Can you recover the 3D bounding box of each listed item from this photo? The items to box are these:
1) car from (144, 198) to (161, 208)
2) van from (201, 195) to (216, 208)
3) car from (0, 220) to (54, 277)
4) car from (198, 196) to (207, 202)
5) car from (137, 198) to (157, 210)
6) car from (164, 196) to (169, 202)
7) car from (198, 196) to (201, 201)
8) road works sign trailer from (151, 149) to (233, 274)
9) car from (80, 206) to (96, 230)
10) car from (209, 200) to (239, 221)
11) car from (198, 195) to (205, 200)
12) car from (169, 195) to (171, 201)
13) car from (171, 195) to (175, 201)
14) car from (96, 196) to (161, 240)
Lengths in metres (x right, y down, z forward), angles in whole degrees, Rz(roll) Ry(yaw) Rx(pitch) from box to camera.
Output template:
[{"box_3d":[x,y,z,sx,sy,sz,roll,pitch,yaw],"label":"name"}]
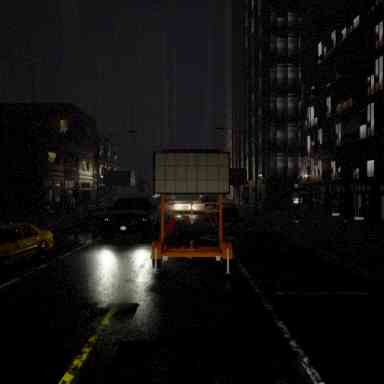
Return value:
[{"box_3d":[-5.722,1.560,48.605,1.887,1.381,4.507,0,0,0],"label":"car"},{"box_3d":[2.657,1.356,48.613,1.690,1.788,3.998,0,0,0],"label":"van"},{"box_3d":[-5.698,1.526,9.765,1.752,1.417,4.829,0,0,0],"label":"car"},{"box_3d":[2.639,1.595,81.759,2.008,1.369,4.403,0,0,0],"label":"car"},{"box_3d":[-5.719,1.562,43.081,2.008,1.369,4.403,0,0,0],"label":"car"},{"box_3d":[-5.728,1.590,59.653,1.947,1.339,4.313,0,0,0],"label":"car"},{"box_3d":[2.648,1.555,65.355,1.752,1.417,4.829,0,0,0],"label":"car"},{"box_3d":[-0.006,0.465,10.533,2.380,3.560,2.880,0,0,0],"label":"road works sign trailer"},{"box_3d":[-5.705,1.553,20.985,2.008,1.369,4.403,0,0,0],"label":"car"},{"box_3d":[2.672,1.554,26.516,2.008,1.369,4.403,0,0,0],"label":"car"},{"box_3d":[2.632,1.581,92.976,1.752,1.417,4.829,0,0,0],"label":"car"},{"box_3d":[-5.732,1.469,65.177,1.967,1.590,4.097,0,0,0],"label":"car"},{"box_3d":[-5.741,1.626,81.750,1.802,1.307,4.206,0,0,0],"label":"car"},{"box_3d":[-3.010,1.223,17.319,2.150,2.045,5.566,0,0,0],"label":"car"}]
